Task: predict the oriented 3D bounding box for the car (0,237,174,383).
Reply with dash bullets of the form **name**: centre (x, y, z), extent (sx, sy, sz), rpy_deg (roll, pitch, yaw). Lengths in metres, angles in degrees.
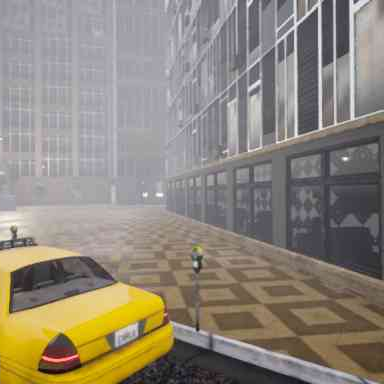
- **car**: centre (-2.752, 1.453, 4.954), extent (5.366, 1.575, 1.801), rpy_deg (0, 0, 36)
